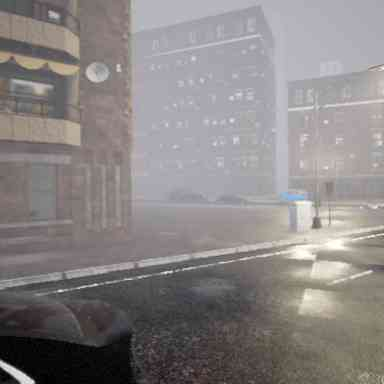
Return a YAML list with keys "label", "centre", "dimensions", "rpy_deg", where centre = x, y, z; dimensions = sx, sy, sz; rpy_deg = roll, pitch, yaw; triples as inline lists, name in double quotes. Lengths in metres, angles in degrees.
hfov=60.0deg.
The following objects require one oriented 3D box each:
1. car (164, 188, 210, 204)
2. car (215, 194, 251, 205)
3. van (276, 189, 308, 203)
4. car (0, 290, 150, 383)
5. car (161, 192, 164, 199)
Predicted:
- label: "car"
  centre: [-0.387, 0.516, 40.896]
  dimensions: [5.009, 1.841, 2.192]
  rpy_deg: [1, 0, 23]
- label: "car"
  centre: [4.792, 0.857, 38.692]
  dimensions: [4.206, 1.307, 1.802]
  rpy_deg: [1, 0, 23]
- label: "van"
  centre: [13.352, 0.562, 44.159]
  dimensions: [3.998, 1.788, 1.690]
  rpy_deg: [1, 0, 23]
- label: "car"
  centre: [-2.623, 1.508, 1.844]
  dimensions: [4.892, 1.490, 1.837]
  rpy_deg: [0, 0, -35]
- label: "car"
  centre: [-2.196, 0.316, 50.770]
  dimensions: [5.009, 1.841, 2.192]
  rpy_deg: [1, 0, 23]
